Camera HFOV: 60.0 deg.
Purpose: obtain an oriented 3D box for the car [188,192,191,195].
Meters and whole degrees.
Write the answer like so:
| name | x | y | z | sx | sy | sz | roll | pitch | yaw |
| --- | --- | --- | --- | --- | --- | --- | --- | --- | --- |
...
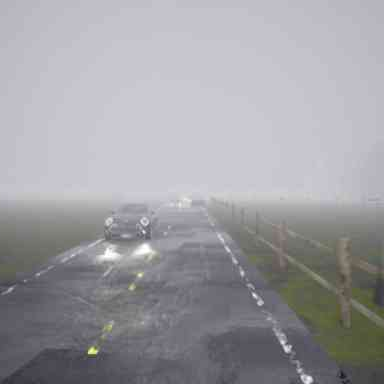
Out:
| name | x | y | z | sx | sy | sz | roll | pitch | yaw |
| --- | --- | --- | --- | --- | --- | --- | --- | --- | --- |
| car | -0.042 | 1.073 | 76.498 | 2.033 | 1.411 | 5.357 | 0 | 0 | 0 |

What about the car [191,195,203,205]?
| name | x | y | z | sx | sy | sz | roll | pitch | yaw |
| --- | --- | --- | --- | --- | --- | --- | --- | --- | --- |
| car | 0.795 | 1.294 | 53.298 | 1.812 | 1.442 | 4.674 | 0 | 0 | 0 |

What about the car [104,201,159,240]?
| name | x | y | z | sx | sy | sz | roll | pitch | yaw |
| --- | --- | --- | --- | --- | --- | --- | --- | --- | --- |
| car | -2.858 | 1.282 | 16.507 | 2.097 | 1.767 | 4.553 | 0 | 0 | 0 |

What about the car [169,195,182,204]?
| name | x | y | z | sx | sy | sz | roll | pitch | yaw |
| --- | --- | --- | --- | --- | --- | --- | --- | --- | --- |
| car | -2.830 | 1.249 | 58.672 | 1.837 | 1.490 | 4.892 | 0 | 0 | 1 |

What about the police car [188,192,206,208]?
| name | x | y | z | sx | sy | sz | roll | pitch | yaw |
| --- | --- | --- | --- | --- | --- | --- | --- | --- | --- |
| police car | 0.800 | 1.238 | 43.407 | 1.930 | 1.638 | 5.238 | 0 | 0 | 0 |

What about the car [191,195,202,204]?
| name | x | y | z | sx | sy | sz | roll | pitch | yaw |
| --- | --- | --- | --- | --- | --- | --- | --- | --- | --- |
| car | 0.791 | 1.267 | 59.298 | 1.812 | 1.442 | 4.674 | 0 | 0 | 0 |
